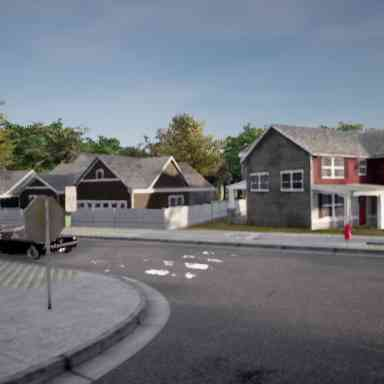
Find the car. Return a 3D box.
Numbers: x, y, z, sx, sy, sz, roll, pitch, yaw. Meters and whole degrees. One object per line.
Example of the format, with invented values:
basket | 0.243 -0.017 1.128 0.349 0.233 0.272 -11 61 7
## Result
car | -7.308 2.149 14.843 4.718 1.301 1.895 -2 0 30
